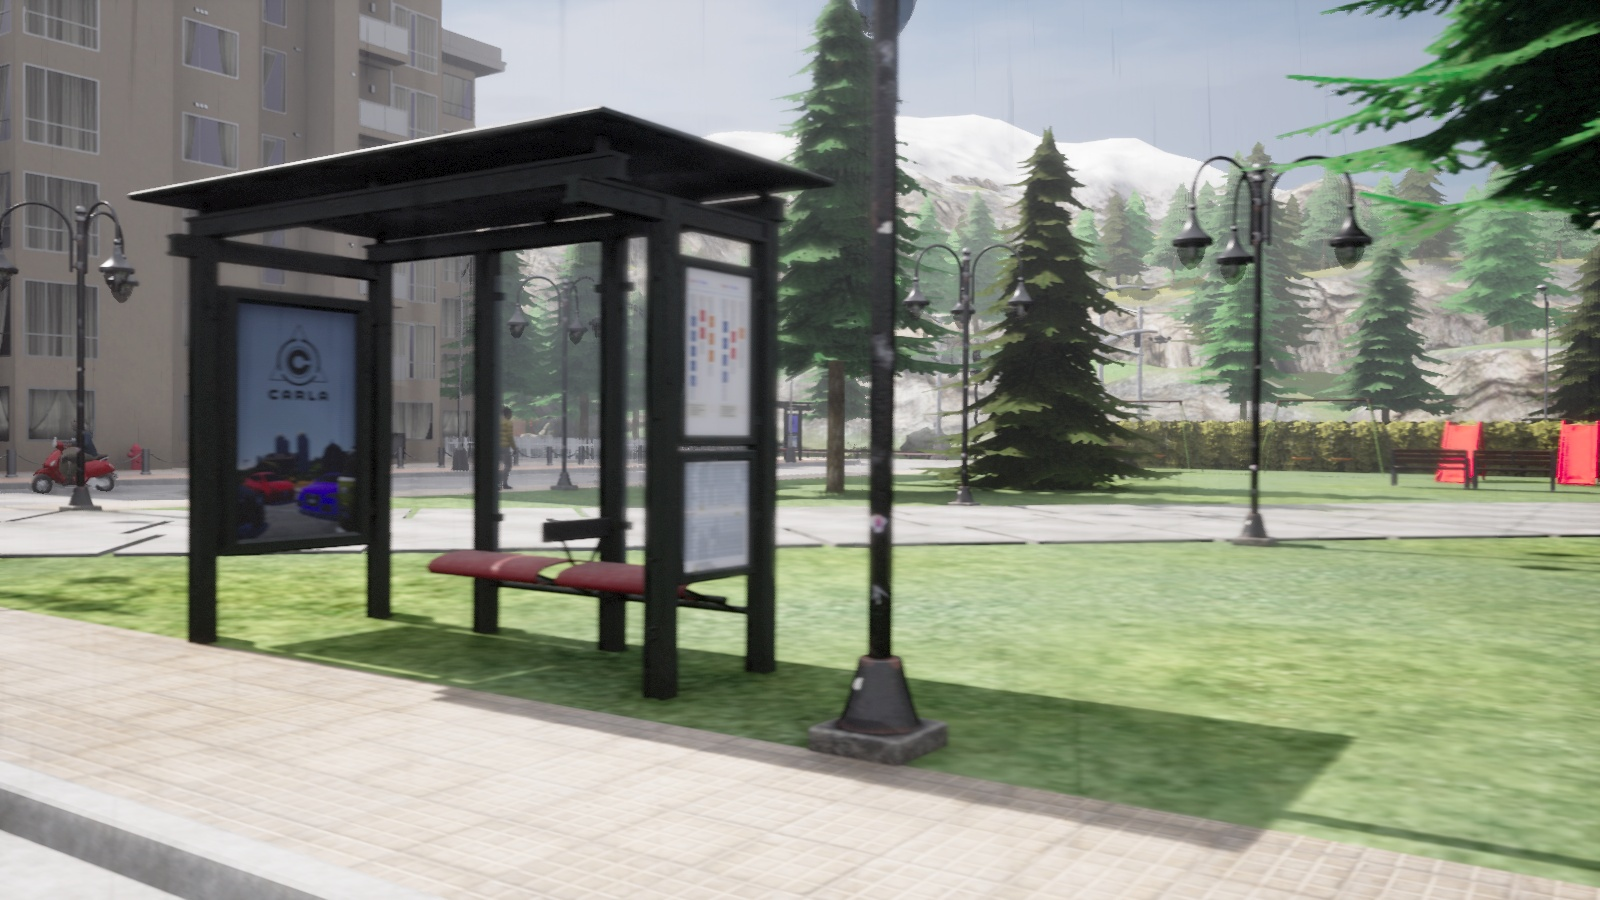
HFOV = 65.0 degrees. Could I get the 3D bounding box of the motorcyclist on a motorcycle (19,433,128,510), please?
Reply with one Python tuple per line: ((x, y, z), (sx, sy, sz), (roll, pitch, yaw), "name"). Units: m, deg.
((-15.750, 0.440, 27.256), (0.866, 1.590, 1.817), (0, 1, 34), "motorcyclist on a motorcycle")
